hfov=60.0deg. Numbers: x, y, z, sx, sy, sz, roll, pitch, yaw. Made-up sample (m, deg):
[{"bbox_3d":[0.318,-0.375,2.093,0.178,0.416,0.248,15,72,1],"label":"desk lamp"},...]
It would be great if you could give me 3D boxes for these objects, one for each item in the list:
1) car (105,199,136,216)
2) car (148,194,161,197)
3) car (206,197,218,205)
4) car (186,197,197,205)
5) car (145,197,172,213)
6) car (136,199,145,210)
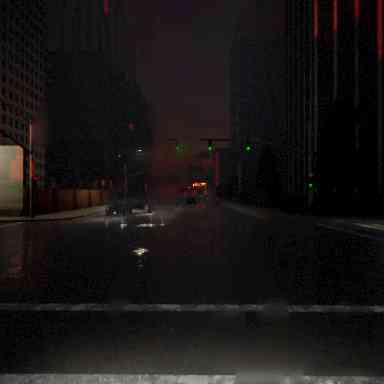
[{"bbox_3d":[-7.156,1.611,33.027,1.895,1.301,4.718,0,0,0],"label":"car"},{"bbox_3d":[-7.104,1.512,58.305,2.128,1.511,4.902,0,0,0],"label":"car"},{"bbox_3d":[3.400,1.544,58.408,1.812,1.442,4.674,0,0,0],"label":"car"},{"bbox_3d":[-0.100,1.566,58.402,2.033,1.411,5.357,0,0,0],"label":"car"},{"bbox_3d":[-3.661,1.576,36.662,1.994,1.385,4.181,0,0,0],"label":"car"},{"bbox_3d":[-7.165,1.577,41.947,1.994,1.385,4.181,0,0,0],"label":"car"}]
